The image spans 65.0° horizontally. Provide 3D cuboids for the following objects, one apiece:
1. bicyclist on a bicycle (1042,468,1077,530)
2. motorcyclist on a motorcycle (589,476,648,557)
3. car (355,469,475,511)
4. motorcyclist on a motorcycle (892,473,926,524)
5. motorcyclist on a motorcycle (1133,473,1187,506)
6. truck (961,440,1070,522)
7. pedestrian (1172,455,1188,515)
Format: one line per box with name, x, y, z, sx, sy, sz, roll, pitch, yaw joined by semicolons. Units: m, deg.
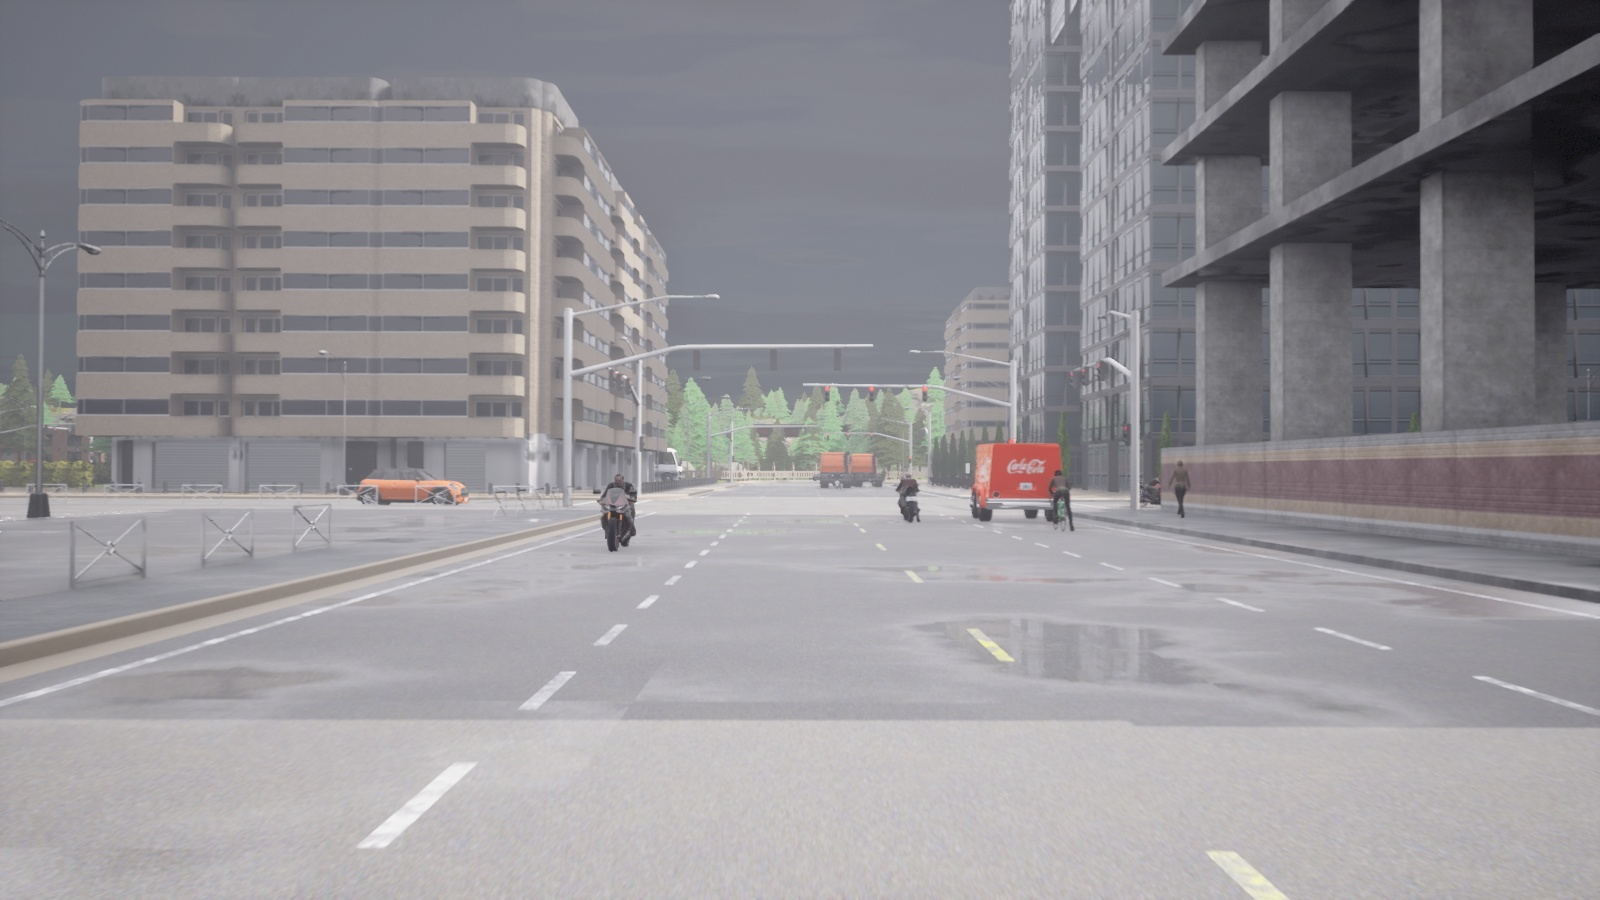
bicyclist on a bicycle;6.917;1.301;33.548;0.582;1.620;1.656;0;-1;0
motorcyclist on a motorcycle;-3.561;1.279;24.814;0.866;1.530;2.191;0;-1;0
car;-16.581;1.703;54.245;4.553;1.767;2.097;0;-1;0
motorcyclist on a motorcycle;3.403;1.495;39.360;0.866;1.530;2.191;0;-1;0
motorcyclist on a motorcycle;16.520;1.804;57.672;2.191;1.530;0.866;0;-1;1
truck;6.898;0.985;40.903;2.627;2.467;5.204;0;-1;0
pedestrian;11.881;1.085;39.258;0.331;1.846;0.634;0;-1;6
